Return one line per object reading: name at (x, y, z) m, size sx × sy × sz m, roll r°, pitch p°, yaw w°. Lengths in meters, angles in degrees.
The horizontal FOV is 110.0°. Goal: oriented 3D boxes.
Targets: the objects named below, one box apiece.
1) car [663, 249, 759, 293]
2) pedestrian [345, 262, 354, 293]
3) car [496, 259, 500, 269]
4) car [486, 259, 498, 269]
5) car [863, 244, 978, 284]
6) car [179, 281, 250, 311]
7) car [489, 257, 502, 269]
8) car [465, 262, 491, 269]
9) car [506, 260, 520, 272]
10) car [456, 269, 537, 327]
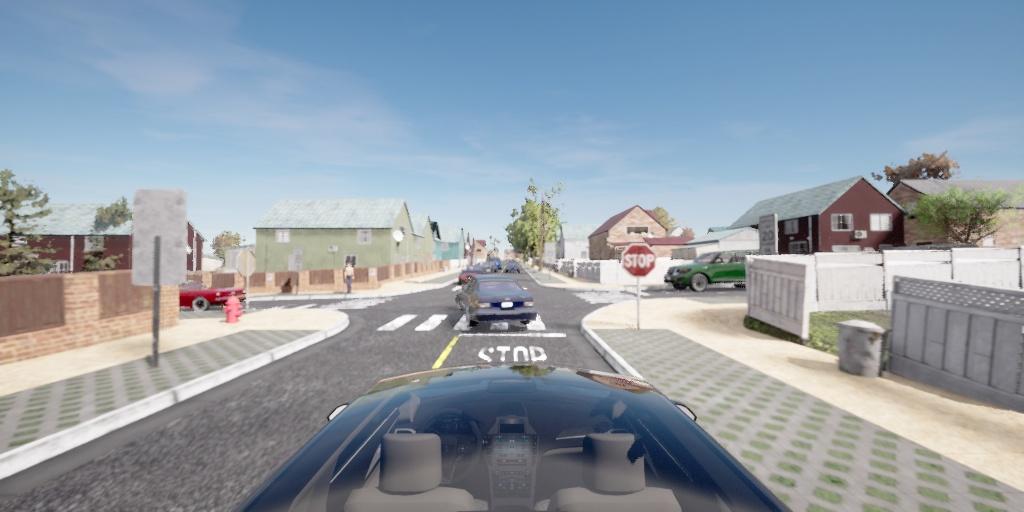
car at (10.806, 0.733, 18.488) m, size 5.566 × 2.045 × 2.150 m, roll -2°, pitch -1°, yaw -1°
pedestrian at (-9.689, 1.281, 21.289) m, size 0.375 × 1.860 × 0.375 m, roll 0°, pitch 0°, yaw 0°
car at (-2.838, 1.432, 45.760) m, size 1.812 × 1.442 × 4.674 m, roll 0°, pitch 0°, yaw 0°
car at (-2.842, 1.365, 35.893) m, size 2.128 × 1.511 × 4.902 m, roll 0°, pitch 0°, yaw 0°
car at (21.009, 0.459, 18.561) m, size 5.566 × 2.045 × 2.150 m, roll -2°, pitch -1°, yaw 0°
car at (-14.117, 1.719, 15.372) m, size 4.718 × 1.301 × 1.895 m, roll -2°, pitch -1°, yaw 0°
car at (-2.813, 1.162, 56.466) m, size 2.150 × 2.045 × 5.566 m, roll 0°, pitch 0°, yaw 0°
car at (-2.848, 1.405, 26.925) m, size 1.994 × 1.385 × 4.181 m, roll 0°, pitch 0°, yaw 0°
car at (0.104, 1.461, 48.031) m, size 2.033 × 1.411 × 5.357 m, roll 0°, pitch 0°, yaw 0°
car at (-0.711, 1.335, 11.875) m, size 2.033 × 1.411 × 5.357 m, roll 0°, pitch 0°, yaw -13°
